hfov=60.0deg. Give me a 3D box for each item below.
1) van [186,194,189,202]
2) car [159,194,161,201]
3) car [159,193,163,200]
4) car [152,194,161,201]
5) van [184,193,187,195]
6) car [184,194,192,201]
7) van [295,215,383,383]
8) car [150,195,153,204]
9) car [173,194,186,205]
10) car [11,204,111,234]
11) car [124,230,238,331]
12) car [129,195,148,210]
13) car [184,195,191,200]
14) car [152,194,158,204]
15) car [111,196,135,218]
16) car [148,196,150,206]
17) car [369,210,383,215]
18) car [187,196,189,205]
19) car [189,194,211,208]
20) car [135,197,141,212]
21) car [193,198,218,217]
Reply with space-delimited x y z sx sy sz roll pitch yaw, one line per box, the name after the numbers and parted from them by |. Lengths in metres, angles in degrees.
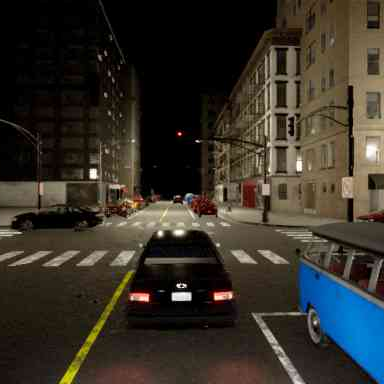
0.435 1.339 52.196 1.690 1.788 3.998 0 0 -2 | van
-8.518 1.572 73.466 1.802 1.307 4.206 0 0 -2 | car
-8.752 1.304 78.870 2.192 1.841 5.009 0 0 -2 | car
-8.986 1.427 84.275 1.967 1.590 4.097 0 0 -2 | car
-0.501 1.331 73.813 1.690 1.788 3.998 0 0 -2 | van
-0.969 1.427 84.622 1.967 1.590 4.097 0 0 -2 | car
2.534 1.341 3.723 1.690 1.788 3.998 0 0 -2 | van
-7.582 1.564 51.848 1.947 1.339 4.313 0 0 -2 | car
-2.571 1.543 60.650 2.033 1.411 5.357 0 0 -2 | car
-7.360 1.465 18.504 4.902 1.511 2.128 0 0 -3 | car
-0.260 1.547 7.278 2.033 1.411 5.357 0 0 -2 | car
-7.114 1.315 41.039 2.192 1.841 5.009 0 0 -2 | car
-1.203 1.530 90.026 1.887 1.381 4.507 0 0 -2 | car
-8.050 1.545 62.657 2.008 1.369 4.403 0 0 -2 | car
-6.646 1.440 30.231 1.967 1.590 4.097 0 0 -2 | car
-7.341 1.524 46.274 1.752 1.417 4.829 0 0 -2 | car
11.984 1.601 19.409 4.674 1.442 1.812 0 0 -1 | car
0.669 1.544 46.791 1.887 1.381 4.507 0 0 -2 | car
1.137 1.315 35.982 2.192 1.841 5.009 0 0 -2 | car
-6.873 1.525 35.465 1.752 1.417 4.829 0 0 -2 | car
1.371 1.545 30.578 1.887 1.381 4.507 0 0 -2 | car
